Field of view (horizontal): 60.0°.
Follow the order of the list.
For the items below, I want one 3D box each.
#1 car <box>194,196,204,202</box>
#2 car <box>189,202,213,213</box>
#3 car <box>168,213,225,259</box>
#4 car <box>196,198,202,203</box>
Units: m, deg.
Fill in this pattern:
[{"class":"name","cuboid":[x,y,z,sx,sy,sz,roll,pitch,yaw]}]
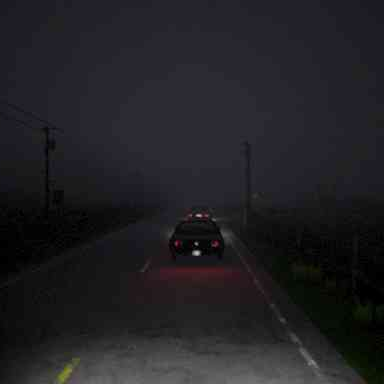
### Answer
[{"class":"car","cuboid":[1.736,2.075,81.458,2.150,2.045,5.566,0,-1,1]},{"class":"car","cuboid":[0.686,1.839,27.419,2.033,1.411,5.357,0,-1,5]},{"class":"car","cuboid":[0.223,1.742,13.159,1.895,1.301,4.718,0,-1,2]},{"class":"car","cuboid":[1.904,2.310,91.983,1.837,1.490,4.892,0,-1,1]}]
